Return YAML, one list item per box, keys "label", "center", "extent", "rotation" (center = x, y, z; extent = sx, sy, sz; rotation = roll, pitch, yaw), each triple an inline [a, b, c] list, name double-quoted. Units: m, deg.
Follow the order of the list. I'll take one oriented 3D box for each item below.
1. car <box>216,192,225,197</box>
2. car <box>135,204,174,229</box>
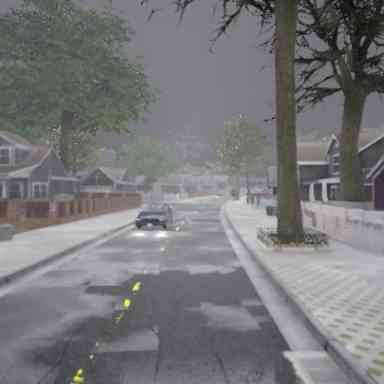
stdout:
- label: "car"
  center: [7.998, 0.685, 93.268]
  extent: [1.882, 1.535, 5.008]
  rotation: [0, 1, 13]
- label: "car"
  center: [-2.227, 1.457, 21.267]
  extent: [2.033, 1.411, 5.357]
  rotation: [0, 0, 3]
